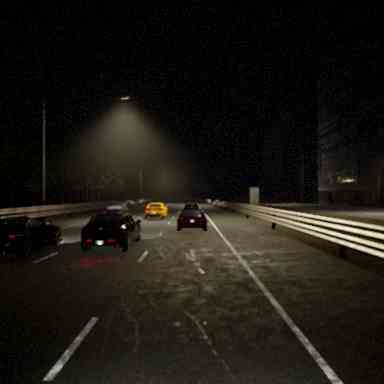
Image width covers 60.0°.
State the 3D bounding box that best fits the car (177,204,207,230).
[{"bbox_3d":[0.003,1.795,22.744,1.994,1.385,4.181,0,-1,0],"label":"car"}]

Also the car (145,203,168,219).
[{"bbox_3d":[-3.540,1.831,33.375,1.882,1.535,5.008,0,-1,0],"label":"car"}]

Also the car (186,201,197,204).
[{"bbox_3d":[-0.094,1.949,42.459,2.128,1.511,4.902,0,-1,0],"label":"car"}]

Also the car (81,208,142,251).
[{"bbox_3d":[-3.456,1.660,14.844,1.837,1.490,4.892,0,-1,0],"label":"car"}]

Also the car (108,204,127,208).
[{"bbox_3d":[-7.027,1.885,31.538,2.033,1.411,5.357,0,-1,0],"label":"car"}]

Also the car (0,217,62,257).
[{"bbox_3d":[-6.951,1.712,13.593,1.994,1.385,4.181,0,-1,0],"label":"car"}]
